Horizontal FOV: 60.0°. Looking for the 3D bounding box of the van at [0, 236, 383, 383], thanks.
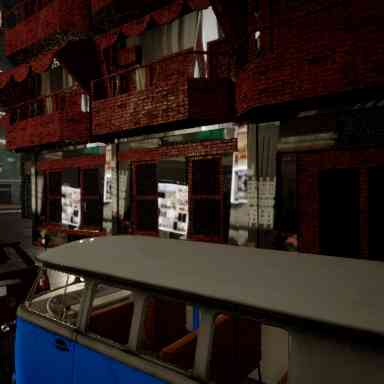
[{"bbox_3d":[0.200,1.341,2.592,3.998,1.788,1.690,0,-1,36],"label":"van"}]
